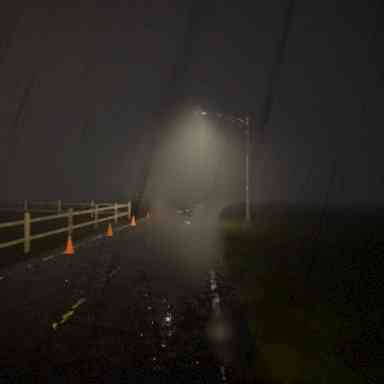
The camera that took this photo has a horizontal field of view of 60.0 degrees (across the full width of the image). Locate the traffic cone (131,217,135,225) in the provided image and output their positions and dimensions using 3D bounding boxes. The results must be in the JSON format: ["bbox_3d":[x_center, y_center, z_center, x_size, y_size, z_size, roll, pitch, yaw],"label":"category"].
[{"bbox_3d":[-3.967,1.945,22.432,0.340,0.580,0.340,0,0,4],"label":"traffic cone"}]

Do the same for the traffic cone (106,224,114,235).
[{"bbox_3d":[-4.298,1.946,17.405,0.340,0.580,0.340,0,0,3],"label":"traffic cone"}]

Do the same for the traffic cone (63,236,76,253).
[{"bbox_3d":[-4.550,1.947,12.371,0.340,0.580,0.340,0,0,2],"label":"traffic cone"}]

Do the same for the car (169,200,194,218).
[{"bbox_3d":[-0.901,1.499,30.040,1.837,1.490,4.892,0,0,6],"label":"car"}]
